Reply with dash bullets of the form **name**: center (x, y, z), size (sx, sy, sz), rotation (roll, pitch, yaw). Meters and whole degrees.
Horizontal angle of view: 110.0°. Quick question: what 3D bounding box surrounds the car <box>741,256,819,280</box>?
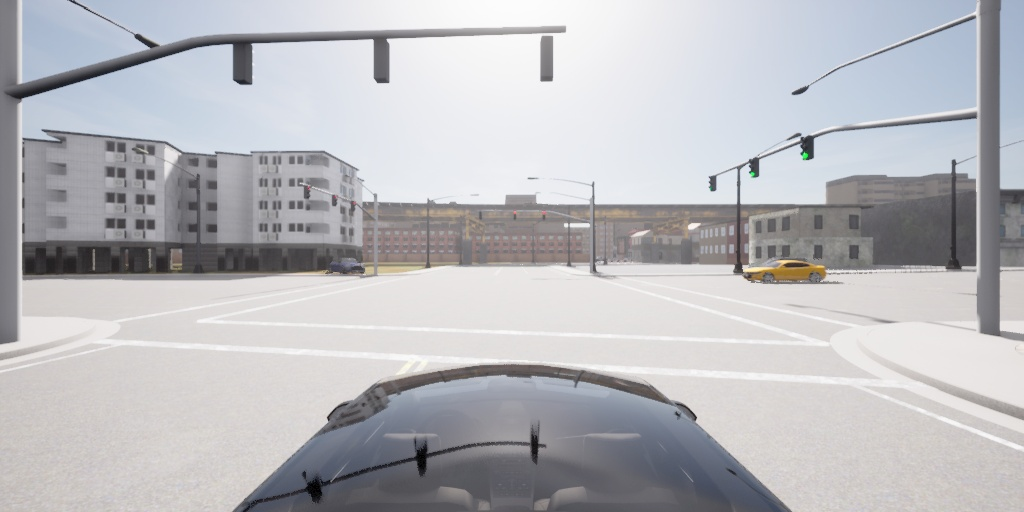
- **car**: center (21.116, 0.917, 28.354), size (4.553, 1.767, 2.097), rotation (-1, 0, 1)

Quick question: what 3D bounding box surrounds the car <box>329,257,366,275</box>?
- **car**: center (-16.897, 0.943, 36.831), size (4.553, 1.767, 2.097), rotation (0, 0, 42)

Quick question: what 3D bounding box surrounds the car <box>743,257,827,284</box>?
- **car**: center (18.827, 1.070, 24.899), size (5.008, 1.535, 1.882), rotation (-1, 0, 1)
